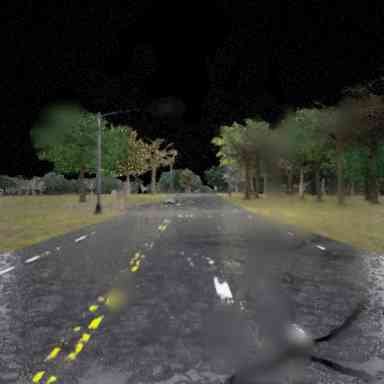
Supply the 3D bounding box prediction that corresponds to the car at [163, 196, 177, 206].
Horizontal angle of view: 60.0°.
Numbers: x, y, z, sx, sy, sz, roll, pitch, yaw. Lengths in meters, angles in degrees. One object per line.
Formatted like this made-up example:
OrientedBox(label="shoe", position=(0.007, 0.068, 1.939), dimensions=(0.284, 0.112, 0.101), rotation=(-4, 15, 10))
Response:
OrientedBox(label="car", position=(-3.350, 1.361, 51.831), dimensions=(1.994, 1.385, 4.181), rotation=(-1, 3, 2))
